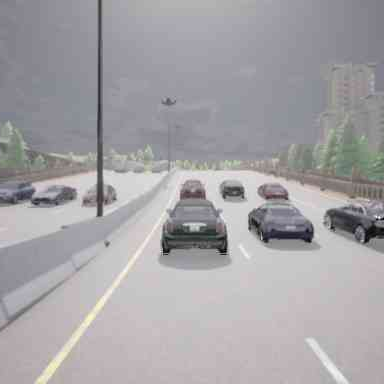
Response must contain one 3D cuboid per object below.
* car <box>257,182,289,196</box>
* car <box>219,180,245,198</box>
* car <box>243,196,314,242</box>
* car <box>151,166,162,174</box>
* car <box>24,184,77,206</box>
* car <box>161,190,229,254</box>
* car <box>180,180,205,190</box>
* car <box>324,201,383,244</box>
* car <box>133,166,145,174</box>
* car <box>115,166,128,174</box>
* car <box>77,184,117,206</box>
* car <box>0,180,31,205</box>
[{"bbox_3d":[7.076,-0.187,29.397,1.994,1.385,4.181,0,7,0],"label":"car"},{"bbox_3d":[3.577,-0.378,30.320,1.882,1.535,5.008,0,7,0],"label":"car"},{"bbox_3d":[3.586,1.141,14.084,1.994,1.385,4.181,0,3,0],"label":"car"},{"bbox_3d":[-7.051,-4.452,66.208,1.837,1.490,4.892,0,7,0],"label":"car"},{"bbox_3d":[-10.618,0.158,26.085,2.033,1.411,5.357,0,6,0],"label":"car"},{"bbox_3d":[0.086,1.026,12.254,2.097,1.767,4.553,0,3,0],"label":"car"},{"bbox_3d":[0.076,-0.293,28.441,2.097,1.767,4.553,0,6,0],"label":"car"},{"bbox_3d":[7.087,1.095,13.602,2.128,1.511,4.902,0,3,0],"label":"car"},{"bbox_3d":[-10.549,-4.445,66.141,1.837,1.490,4.892,0,7,0],"label":"car"},{"bbox_3d":[-14.049,-4.465,66.136,1.882,1.535,5.008,0,7,0],"label":"car"},{"bbox_3d":[-7.117,0.138,26.066,1.812,1.442,4.674,0,6,0],"label":"car"},{"bbox_3d":[-14.116,-0.040,26.106,2.097,1.767,4.553,0,6,0],"label":"car"}]
